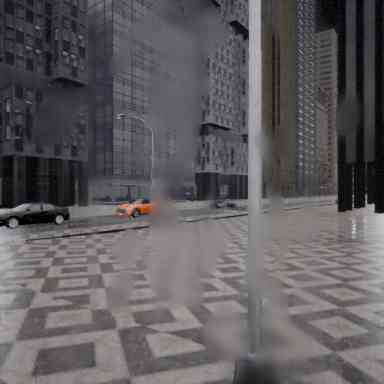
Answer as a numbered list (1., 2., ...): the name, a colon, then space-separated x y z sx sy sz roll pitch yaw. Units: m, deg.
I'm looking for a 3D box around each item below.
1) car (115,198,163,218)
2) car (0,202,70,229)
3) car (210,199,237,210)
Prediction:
1. car: -4.697 1.320 29.934 2.097 1.767 4.553 0 0 36
2. car: -10.567 1.458 21.906 1.882 1.535 5.008 0 0 36
3. car: 3.977 1.511 41.767 1.994 1.385 4.181 0 0 36
